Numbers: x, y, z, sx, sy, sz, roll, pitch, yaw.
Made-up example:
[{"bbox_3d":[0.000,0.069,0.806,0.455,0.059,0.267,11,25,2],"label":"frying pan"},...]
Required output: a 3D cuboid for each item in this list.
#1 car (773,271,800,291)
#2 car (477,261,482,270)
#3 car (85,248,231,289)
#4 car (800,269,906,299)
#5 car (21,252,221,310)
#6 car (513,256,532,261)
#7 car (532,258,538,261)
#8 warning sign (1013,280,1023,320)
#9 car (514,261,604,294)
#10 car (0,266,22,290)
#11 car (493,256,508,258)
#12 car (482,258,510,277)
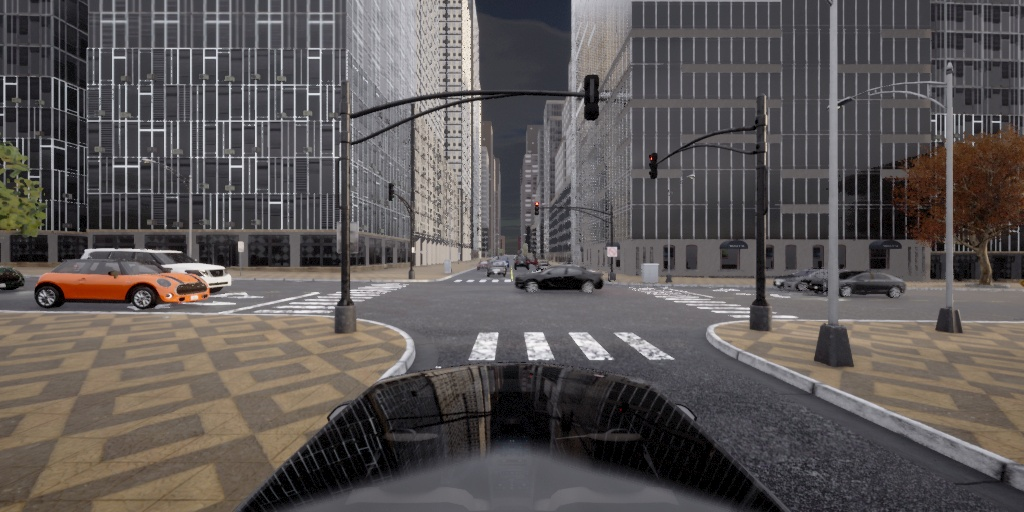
[{"bbox_3d":[20.502,1.634,24.403,4.902,1.511,2.128,1,0,-3],"label":"car"},{"bbox_3d":[-3.993,1.343,50.853,1.802,1.307,4.207,0,0,0],"label":"car"},{"bbox_3d":[-15.926,0.704,16.031,5.566,2.045,2.150,1,0,-3],"label":"car"},{"bbox_3d":[20.263,1.644,21.138,4.892,1.490,1.837,1,0,-3],"label":"car"},{"bbox_3d":[-13.725,0.876,12.877,4.553,1.767,2.097,1,0,-3],"label":"car"},{"bbox_3d":[1.398,0.980,54.384,2.150,2.045,5.566,0,0,-1],"label":"car"},{"bbox_3d":[3.957,1.329,45.354,1.948,1.339,4.313,0,0,0],"label":"car"},{"bbox_3d":[17.281,1.204,11.543,1.060,1.860,1.300,0,0,-3],"label":"warning sign"},{"bbox_3d":[2.653,1.272,20.322,5.008,1.535,1.882,1,0,-2],"label":"car"},{"bbox_3d":[-24.620,0.675,15.638,4.553,1.767,2.097,1,0,-2],"label":"car"},{"bbox_3d":[-1.545,0.978,59.908,2.150,2.045,5.566,0,0,0],"label":"car"},{"bbox_3d":[-1.471,1.259,35.777,2.128,1.511,4.902,0,0,0],"label":"car"}]
